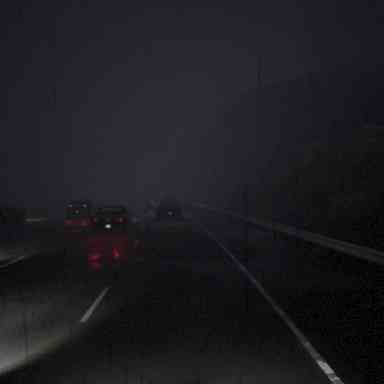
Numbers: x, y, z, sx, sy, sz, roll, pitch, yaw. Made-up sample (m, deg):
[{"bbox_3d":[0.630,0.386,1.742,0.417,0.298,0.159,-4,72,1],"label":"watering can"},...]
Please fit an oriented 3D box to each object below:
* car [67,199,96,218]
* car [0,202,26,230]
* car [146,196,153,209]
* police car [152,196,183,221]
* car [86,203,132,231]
[{"bbox_3d":[-9.355,1.303,28.445,2.128,1.511,4.902,0,0,-9],"label":"car"},{"bbox_3d":[-11.721,1.365,20.063,2.128,1.511,4.902,0,0,-6],"label":"car"},{"bbox_3d":[-4.546,1.246,40.608,1.812,1.442,4.674,0,0,-12],"label":"car"},{"bbox_3d":[-1.846,1.248,25.520,1.930,1.638,5.238,0,0,-7],"label":"police car"},{"bbox_3d":[-4.605,1.469,19.535,1.895,1.301,4.718,0,0,-6],"label":"car"}]
